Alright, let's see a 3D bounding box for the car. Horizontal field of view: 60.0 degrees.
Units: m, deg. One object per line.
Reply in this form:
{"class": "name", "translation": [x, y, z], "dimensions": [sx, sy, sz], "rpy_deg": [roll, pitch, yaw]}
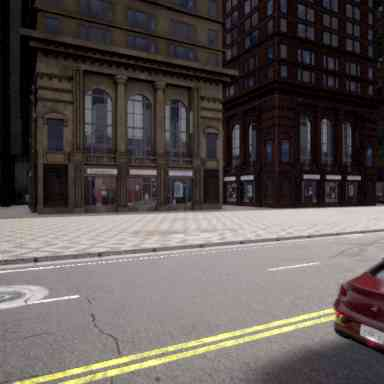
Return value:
{"class": "car", "translation": [4.184, 1.527, 5.022], "dimensions": [4.674, 1.442, 1.812], "rpy_deg": [0, 0, -27]}
